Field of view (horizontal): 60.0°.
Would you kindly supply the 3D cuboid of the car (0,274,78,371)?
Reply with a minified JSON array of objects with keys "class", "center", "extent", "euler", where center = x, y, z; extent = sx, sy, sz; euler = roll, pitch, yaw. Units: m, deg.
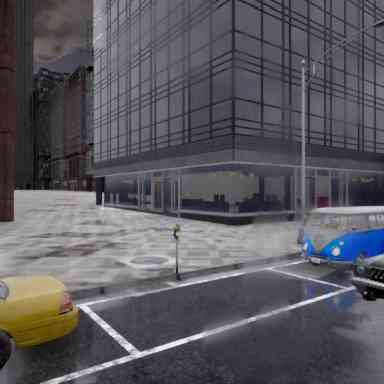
[{"class":"car","center":[-3.905,1.525,3.864],"extent":[4.829,1.417,1.752],"euler":[0,0,-36]}]

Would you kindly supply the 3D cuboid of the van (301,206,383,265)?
[{"class":"van","center":[5.080,1.341,10.288],"extent":[3.998,1.788,1.690],"euler":[0,0,-36]}]

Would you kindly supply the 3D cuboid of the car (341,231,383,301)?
[{"class":"car","center":[5.447,1.601,7.152],"extent":[4.718,1.301,1.895],"euler":[0,0,-36]}]
